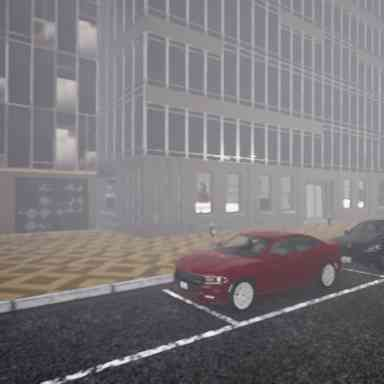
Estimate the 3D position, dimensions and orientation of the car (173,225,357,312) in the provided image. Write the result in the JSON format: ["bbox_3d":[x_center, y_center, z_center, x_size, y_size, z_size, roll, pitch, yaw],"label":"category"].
[{"bbox_3d":[1.675,1.570,7.751,4.507,1.381,1.887,0,0,-35],"label":"car"}]

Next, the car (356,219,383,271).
[{"bbox_3d":[6.309,1.615,11.057,4.313,1.339,1.947,0,0,-35],"label":"car"}]
